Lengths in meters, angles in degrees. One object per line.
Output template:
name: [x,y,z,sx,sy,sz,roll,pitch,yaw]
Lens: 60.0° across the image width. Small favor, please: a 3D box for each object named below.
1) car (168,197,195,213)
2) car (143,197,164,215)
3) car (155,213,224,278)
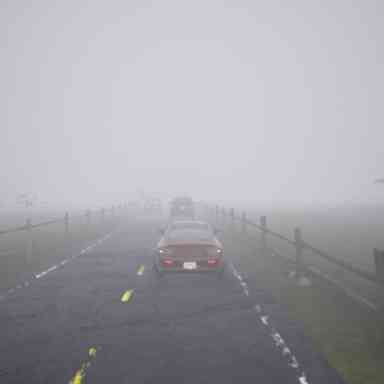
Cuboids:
car: [-0.942,1.484,30.292,2.150,2.045,5.566,0,-1,-4]
car: [-4.564,1.575,39.539,2.150,2.045,5.566,0,-1,-4]
car: [-0.092,1.613,10.330,1.812,1.442,4.674,0,0,-1]
